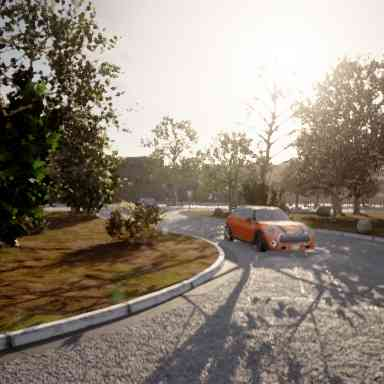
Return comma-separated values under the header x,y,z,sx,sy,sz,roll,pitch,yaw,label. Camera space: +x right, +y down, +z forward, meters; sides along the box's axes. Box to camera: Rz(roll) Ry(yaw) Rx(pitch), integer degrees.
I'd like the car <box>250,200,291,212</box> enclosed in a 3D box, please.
x,y,z,sx,sy,sz,roll,pitch,yaw,label
10.305,1.851,43.970,5.008,1.535,1.882,1,0,2,car

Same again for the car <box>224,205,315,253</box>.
x,y,z,sx,sy,sz,roll,pitch,yaw,label
3.087,1.401,14.064,2.097,1.767,4.553,1,0,-17,car

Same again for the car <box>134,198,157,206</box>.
x,y,z,sx,sy,sz,roll,pitch,yaw,label
-5.832,1.489,40.695,2.097,1.767,4.553,1,0,-25,car
